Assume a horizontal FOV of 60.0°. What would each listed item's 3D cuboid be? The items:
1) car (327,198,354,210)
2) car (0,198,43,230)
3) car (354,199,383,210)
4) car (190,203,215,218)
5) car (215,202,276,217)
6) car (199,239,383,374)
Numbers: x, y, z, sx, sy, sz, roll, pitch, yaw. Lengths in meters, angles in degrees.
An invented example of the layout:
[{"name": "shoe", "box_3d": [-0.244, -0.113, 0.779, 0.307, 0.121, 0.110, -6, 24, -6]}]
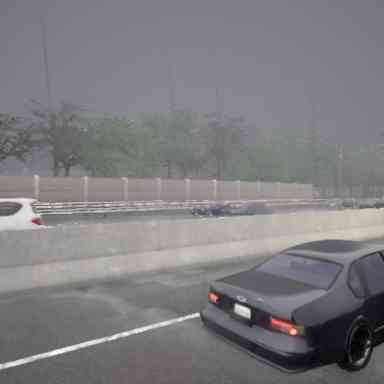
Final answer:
[{"name": "car", "box_3d": [19.709, 1.564, 43.578, 4.902, 1.511, 2.128, 0, 0, -35]}, {"name": "car", "box_3d": [-7.996, 1.220, 11.185, 5.566, 2.045, 2.150, 0, 0, -35]}, {"name": "car", "box_3d": [22.754, 1.553, 41.453, 5.008, 1.535, 1.882, 0, 0, -35]}, {"name": "car", "box_3d": [2.142, 1.619, 30.367, 4.718, 1.301, 1.895, 0, 0, -38]}, {"name": "car", "box_3d": [4.945, 1.568, 28.940, 5.357, 1.411, 2.033, 0, 0, -35]}, {"name": "car", "box_3d": [2.683, 1.551, 5.653, 5.357, 1.411, 2.033, 0, 0, -35]}]
